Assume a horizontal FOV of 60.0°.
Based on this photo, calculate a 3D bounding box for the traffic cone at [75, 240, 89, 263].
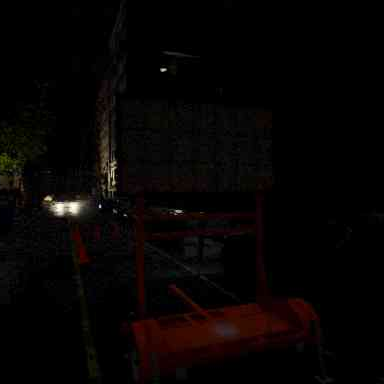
[{"bbox_3d":[-3.582,1.987,10.893,0.340,0.580,0.340,-1,0,-21],"label":"traffic cone"}]

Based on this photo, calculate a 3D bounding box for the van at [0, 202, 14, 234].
[{"bbox_3d":[-11.644,1.476,19.578,1.690,1.788,3.998,-1,0,-21],"label":"van"}]

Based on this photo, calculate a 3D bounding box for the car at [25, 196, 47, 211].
[{"bbox_3d":[-21.807,1.532,45.979,2.192,1.841,5.009,-1,0,-21],"label":"car"}]

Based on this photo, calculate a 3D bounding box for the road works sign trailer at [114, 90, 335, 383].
[{"bbox_3d":[0.101,0.451,4.816,2.380,3.560,2.880,-1,0,-21],"label":"road works sign trailer"}]

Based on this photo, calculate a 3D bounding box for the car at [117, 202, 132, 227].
[{"bbox_3d":[-3.695,1.592,22.667,1.802,1.307,4.206,-1,0,-21],"label":"car"}]

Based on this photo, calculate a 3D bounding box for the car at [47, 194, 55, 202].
[{"bbox_3d":[-37.440,1.833,86.593,1.752,1.417,4.829,-1,0,-21],"label":"car"}]

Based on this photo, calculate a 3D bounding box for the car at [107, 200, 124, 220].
[{"bbox_3d":[-5.729,1.610,27.950,1.802,1.307,4.206,-1,0,-21],"label":"car"}]

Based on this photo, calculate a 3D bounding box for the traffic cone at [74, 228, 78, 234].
[{"bbox_3d":[-5.018,2.002,14.626,0.340,0.580,0.340,-1,0,-21],"label":"traffic cone"}]

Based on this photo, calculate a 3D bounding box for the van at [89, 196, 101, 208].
[{"bbox_3d":[-13.866,1.433,49.079,1.690,1.788,3.998,-1,0,-21],"label":"van"}]

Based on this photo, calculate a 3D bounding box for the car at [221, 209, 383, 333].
[{"bbox_3d":[2.400,1.263,6.819,2.192,1.841,5.009,-1,0,-21],"label":"car"}]

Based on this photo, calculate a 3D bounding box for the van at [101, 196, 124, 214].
[{"bbox_3d":[-7.766,1.387,33.232,1.690,1.788,3.998,-1,0,-21],"label":"van"}]

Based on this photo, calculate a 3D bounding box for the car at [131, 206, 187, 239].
[{"bbox_3d":[-1.662,1.535,17.385,1.887,1.381,4.507,-1,0,-21],"label":"car"}]

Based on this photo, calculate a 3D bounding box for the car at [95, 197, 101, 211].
[{"bbox_3d":[-9.796,1.607,38.515,1.887,1.381,4.507,-1,0,-21],"label":"car"}]

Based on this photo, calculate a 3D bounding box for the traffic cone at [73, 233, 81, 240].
[{"bbox_3d":[-4.300,1.995,12.760,0.340,0.580,0.340,-1,0,-21],"label":"traffic cone"}]

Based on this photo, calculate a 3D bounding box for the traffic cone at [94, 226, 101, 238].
[{"bbox_3d":[-4.804,1.994,16.852,0.340,0.580,0.340,-1,0,-21],"label":"traffic cone"}]

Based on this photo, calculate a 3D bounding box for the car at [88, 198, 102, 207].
[{"bbox_3d":[-15.896,1.671,54.362,1.947,1.339,4.313,-1,0,-21],"label":"car"}]
